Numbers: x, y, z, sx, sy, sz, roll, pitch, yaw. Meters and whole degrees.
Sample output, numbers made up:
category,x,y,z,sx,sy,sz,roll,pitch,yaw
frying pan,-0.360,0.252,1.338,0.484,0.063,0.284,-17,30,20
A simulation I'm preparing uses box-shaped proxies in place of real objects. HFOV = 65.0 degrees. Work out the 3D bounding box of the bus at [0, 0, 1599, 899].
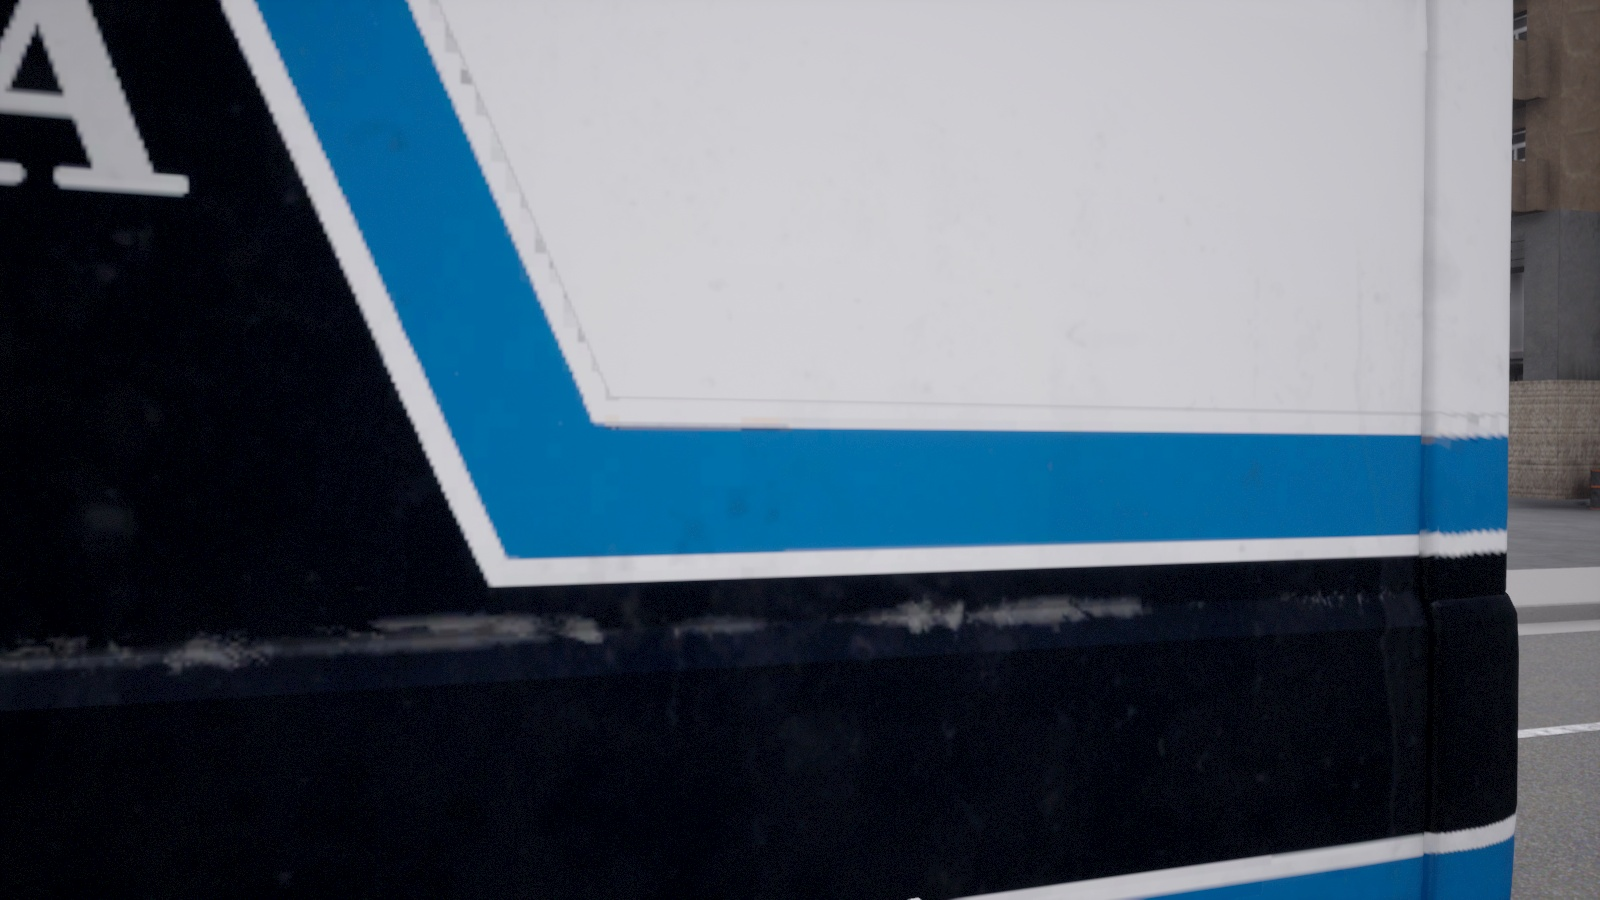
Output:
category,x,y,z,sx,sy,sz,roll,pitch,yaw
bus,-4.444,-0.553,1.570,10.273,4.253,3.944,-1,1,-21
